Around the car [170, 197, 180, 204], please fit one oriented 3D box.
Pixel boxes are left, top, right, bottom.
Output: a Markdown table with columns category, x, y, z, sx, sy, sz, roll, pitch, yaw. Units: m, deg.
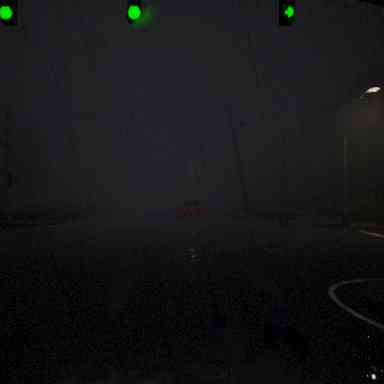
| category | x | y | z | sx | sy | sz | roll | pitch | yaw |
| --- | --- | --- | --- | --- | --- | --- | --- | --- | --- |
| car | -3.538 | 1.721 | 70.463 | 1.895 | 1.301 | 4.718 | 0 | 0 | 0 |

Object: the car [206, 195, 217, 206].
| category | x | y | z | sx | sy | sz | roll | pitch | yaw |
| --- | --- | --- | --- | --- | --- | --- | --- | --- | --- |
| car | 3.468 | 1.652 | 60.020 | 1.882 | 1.535 | 5.008 | 0 | 0 | 0 |

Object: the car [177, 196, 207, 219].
| category | x | y | z | sx | sy | sz | roll | pitch | yaw |
| --- | --- | --- | --- | --- | --- | --- | --- | --- | --- |
| car | -0.014 | 1.440 | 30.194 | 2.097 | 1.767 | 4.553 | 0 | 0 | 0 |

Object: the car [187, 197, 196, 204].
| category | x | y | z | sx | sy | sz | roll | pitch | yaw |
| --- | --- | --- | --- | --- | --- | --- | --- | --- | --- |
| car | -0.038 | 1.721 | 70.465 | 1.895 | 1.301 | 4.718 | 0 | 0 | 0 |

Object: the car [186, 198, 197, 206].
| category | x | y | z | sx | sy | sz | roll | pitch | yaw |
| --- | --- | --- | --- | --- | --- | --- | --- | --- | --- |
| car | -0.032 | 1.777 | 60.464 | 1.895 | 1.301 | 4.718 | 0 | 0 | 0 |

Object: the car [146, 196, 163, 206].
| category | x | y | z | sx | sy | sz | roll | pitch | yaw |
| --- | --- | --- | --- | --- | --- | --- | --- | --- | --- |
| car | -7.032 | 1.528 | 60.367 | 2.097 | 1.767 | 4.553 | 0 | 0 | 0 |

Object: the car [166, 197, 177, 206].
| category | x | y | z | sx | sy | sz | roll | pitch | yaw |
| --- | --- | --- | --- | --- | --- | --- | --- | --- | --- |
| car | -3.532 | 1.652 | 60.015 | 1.882 | 1.535 | 5.008 | 0 | 0 | 0 |

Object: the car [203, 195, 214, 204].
| category | x | y | z | sx | sy | sz | roll | pitch | yaw |
| --- | --- | --- | --- | --- | --- | --- | --- | --- | --- |
| car | 3.462 | 1.481 | 70.408 | 2.097 | 1.767 | 4.553 | 0 | 0 | 0 |
